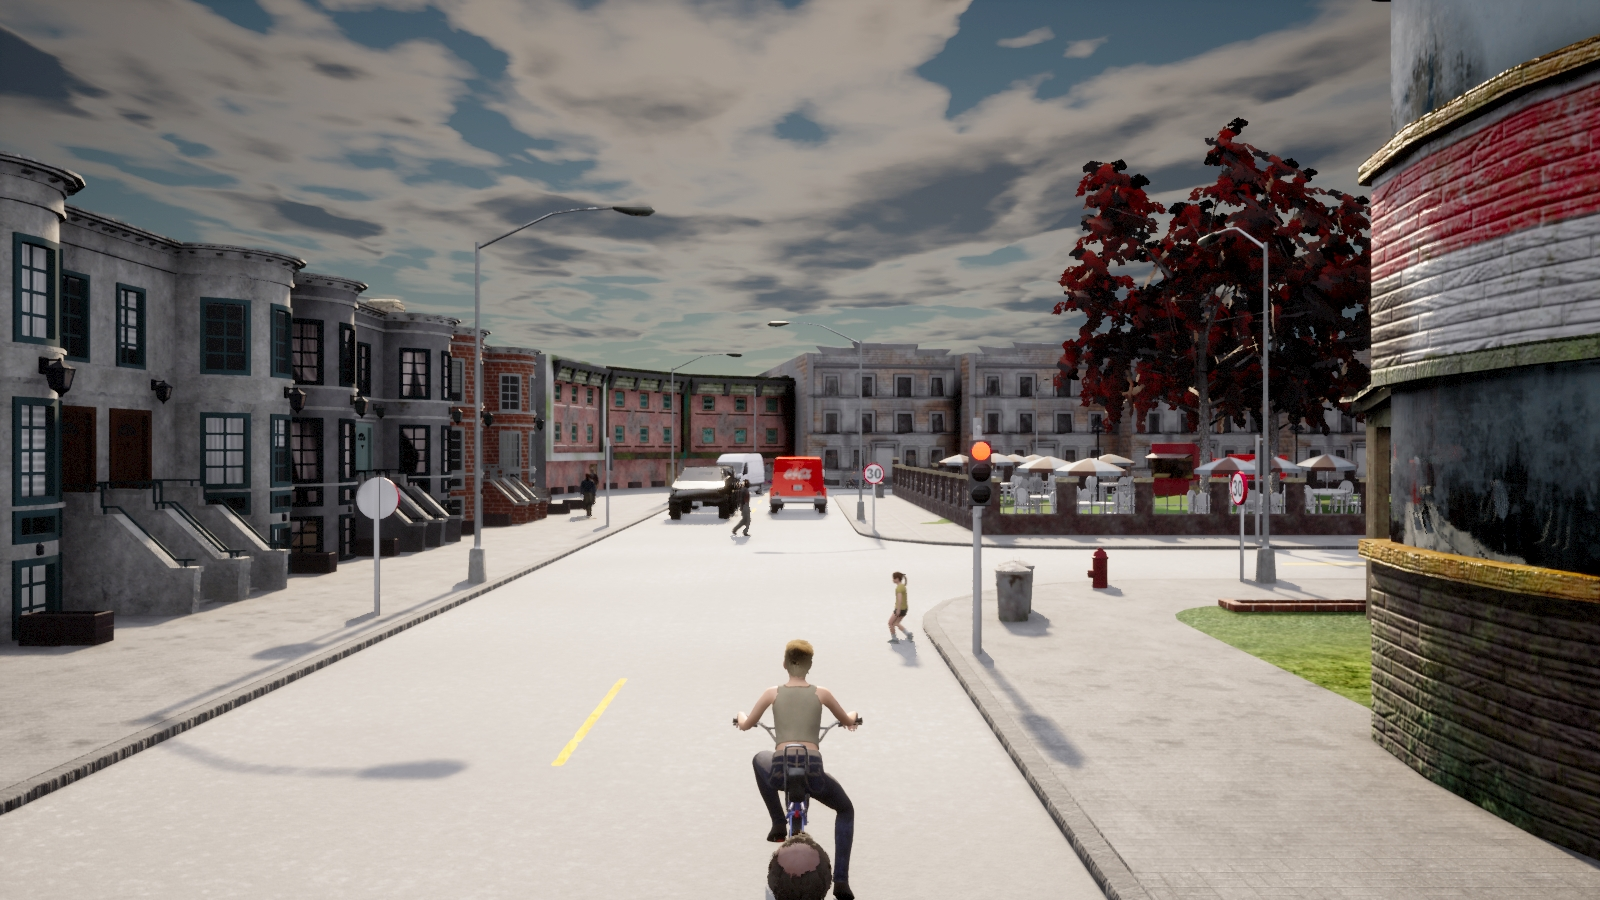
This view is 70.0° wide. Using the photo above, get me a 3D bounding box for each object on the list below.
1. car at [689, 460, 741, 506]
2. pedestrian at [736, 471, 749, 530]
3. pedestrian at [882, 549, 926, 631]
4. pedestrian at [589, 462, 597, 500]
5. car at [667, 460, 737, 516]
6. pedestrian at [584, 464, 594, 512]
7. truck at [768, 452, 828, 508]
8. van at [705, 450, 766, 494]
[{"bbox_3d":[-4.051,1.538,55.431,2.150,2.045,5.566,0,0,0],"label":"car"},{"bbox_3d":[-1.818,1.614,36.325,0.375,1.860,0.375,0,0,4],"label":"pedestrian"},{"bbox_3d":[1.503,2.002,16.455,0.500,1.100,0.500,0,0,23],"label":"pedestrian"},{"bbox_3d":[-10.048,1.503,55.479,0.375,1.860,0.375,0,0,-7],"label":"pedestrian"},{"bbox_3d":[-3.997,1.515,47.708,2.390,2.098,6.274,0,0,0],"label":"car"},{"bbox_3d":[-8.374,1.506,45.313,0.375,1.860,0.375,0,0,-15],"label":"pedestrian"},{"bbox_3d":[-0.066,1.327,52.693,2.627,2.467,5.204,0,0,0],"label":"truck"},{"bbox_3d":[-3.857,1.289,69.218,1.988,2.561,5.915,0,0,14],"label":"van"}]
